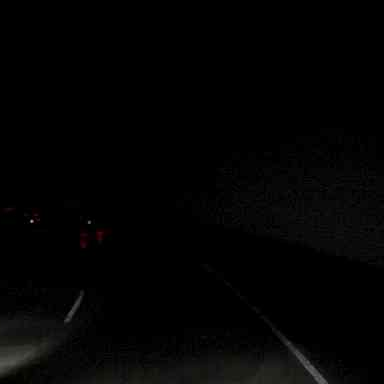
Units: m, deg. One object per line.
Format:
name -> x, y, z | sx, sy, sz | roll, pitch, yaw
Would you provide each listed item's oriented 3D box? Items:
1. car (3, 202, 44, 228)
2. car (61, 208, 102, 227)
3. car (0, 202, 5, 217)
car -> -12.282, 1.752, 24.409 | 1.837, 1.490, 4.892 | 1, -1, -37
car -> -8.419, 1.847, 25.012 | 1.895, 1.301, 4.718 | 0, -1, -35
car -> -21.043, 1.856, 36.722 | 5.008, 1.535, 1.882 | 0, -1, 33
